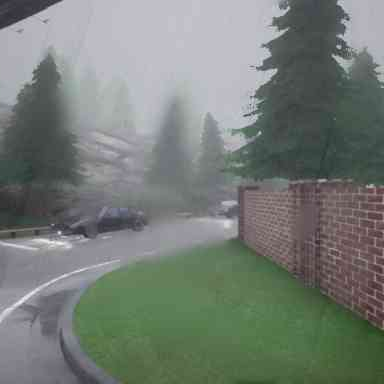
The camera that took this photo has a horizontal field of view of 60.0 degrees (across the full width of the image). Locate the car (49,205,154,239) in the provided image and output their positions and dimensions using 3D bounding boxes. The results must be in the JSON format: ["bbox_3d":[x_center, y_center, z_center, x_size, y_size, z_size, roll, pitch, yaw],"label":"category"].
[{"bbox_3d":[-4.224,1.371,16.569,2.033,1.411,5.357,0,0,34],"label":"car"}]

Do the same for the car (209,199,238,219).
[{"bbox_3d":[3.160,1.349,27.278,1.812,1.442,4.674,0,0,34],"label":"car"}]
